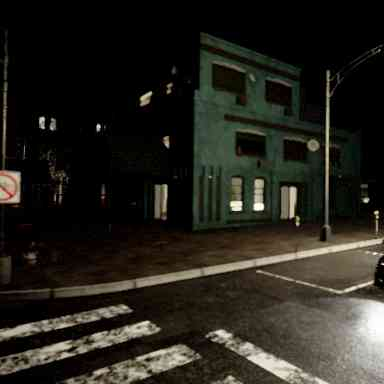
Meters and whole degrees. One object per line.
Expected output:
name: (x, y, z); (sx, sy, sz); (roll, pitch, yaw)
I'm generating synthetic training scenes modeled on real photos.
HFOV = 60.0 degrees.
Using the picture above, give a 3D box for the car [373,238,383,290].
car: (6.034, 1.576, 7.670); (4.181, 1.385, 1.994); (0, 0, -35)
